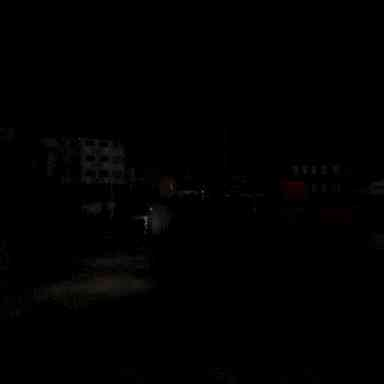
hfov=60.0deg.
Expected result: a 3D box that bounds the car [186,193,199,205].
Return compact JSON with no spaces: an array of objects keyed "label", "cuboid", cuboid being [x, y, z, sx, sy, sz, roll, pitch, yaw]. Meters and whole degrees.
[{"label":"car","cuboid":[0.109,1.353,57.535,2.097,1.767,4.553,0,0,0]}]

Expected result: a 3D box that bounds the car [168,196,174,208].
[{"label":"car","cuboid":[-4.085,1.492,45.866,2.128,1.511,4.902,0,0,0]}]

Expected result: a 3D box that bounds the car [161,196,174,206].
[{"label":"car","cuboid":[-4.045,1.478,56.041,1.882,1.535,5.008,0,0,0]}]

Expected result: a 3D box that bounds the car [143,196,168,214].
[{"label":"car","cuboid":[-4.094,1.492,35.902,2.128,1.511,4.902,0,0,0]}]

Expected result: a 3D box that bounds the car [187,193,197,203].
[{"label":"car","cuboid":[0.012,1.226,70.283,2.150,2.045,5.566,0,0,0]}]
